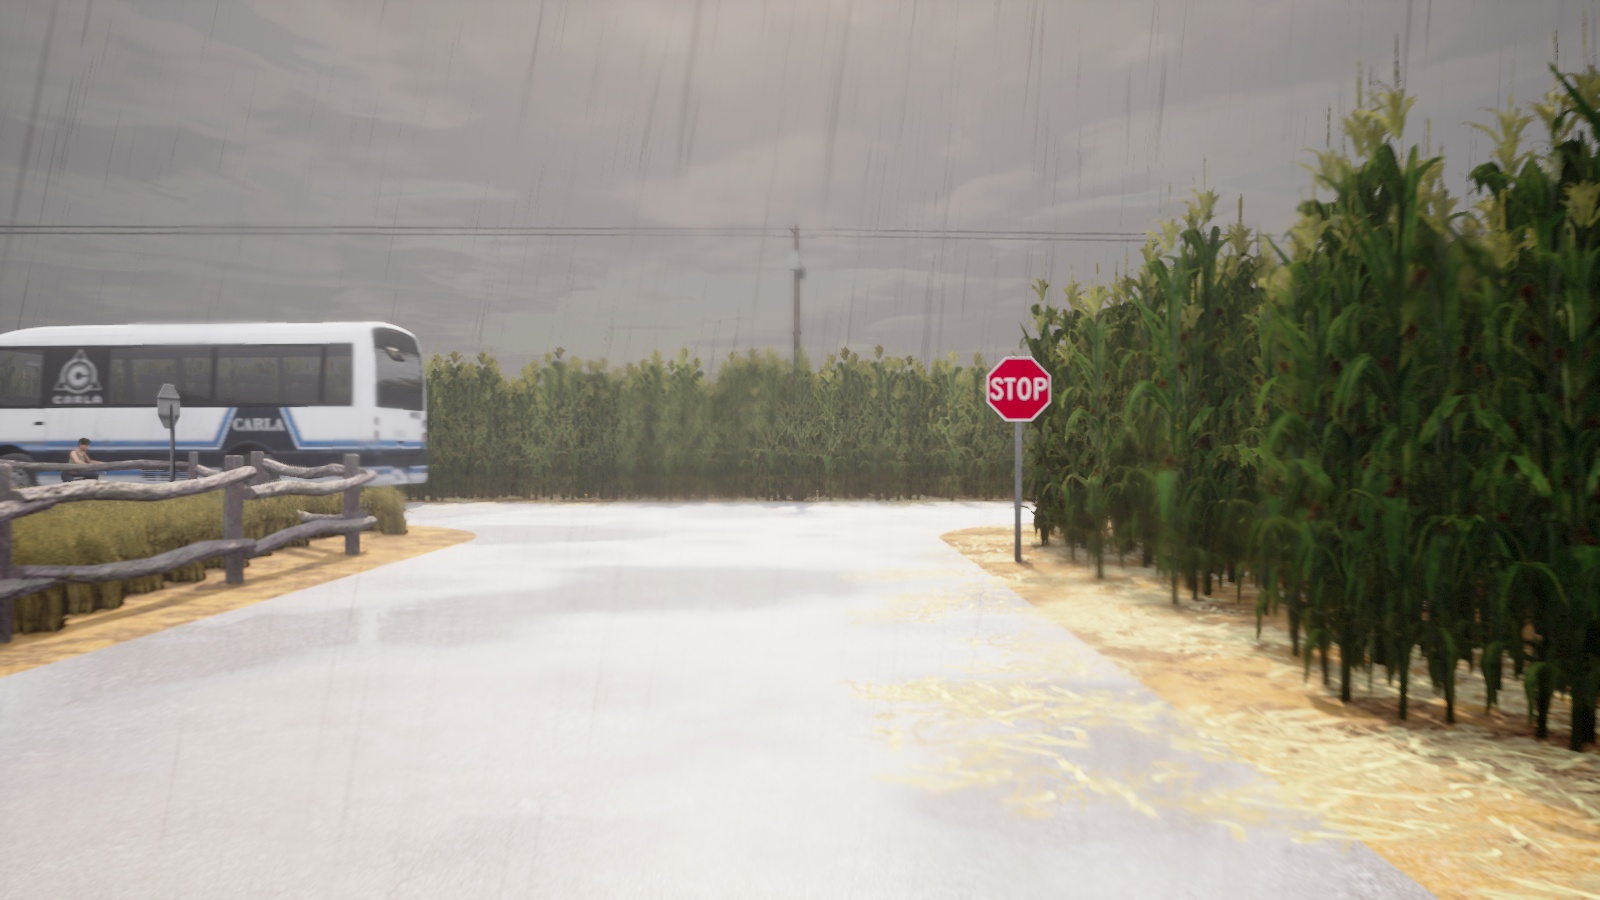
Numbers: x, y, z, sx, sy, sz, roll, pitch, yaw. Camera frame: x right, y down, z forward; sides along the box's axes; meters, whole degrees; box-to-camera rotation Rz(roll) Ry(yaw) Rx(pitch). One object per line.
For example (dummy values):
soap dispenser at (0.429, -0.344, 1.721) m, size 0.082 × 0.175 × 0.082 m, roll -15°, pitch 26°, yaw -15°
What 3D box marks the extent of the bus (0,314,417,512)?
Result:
bus at (-14.697, -0.807, 29.344) m, size 10.273 × 4.253 × 3.944 m, roll 0°, pitch 0°, yaw 5°
